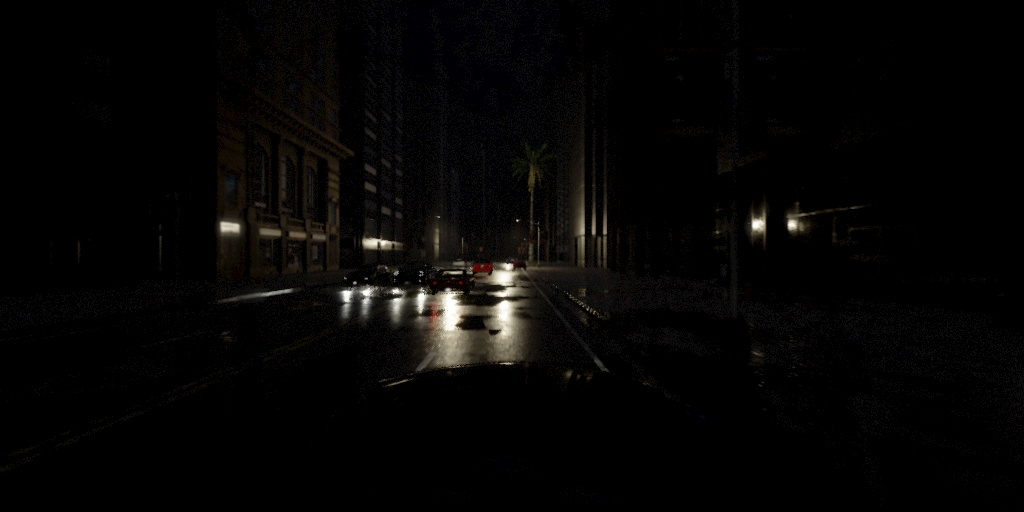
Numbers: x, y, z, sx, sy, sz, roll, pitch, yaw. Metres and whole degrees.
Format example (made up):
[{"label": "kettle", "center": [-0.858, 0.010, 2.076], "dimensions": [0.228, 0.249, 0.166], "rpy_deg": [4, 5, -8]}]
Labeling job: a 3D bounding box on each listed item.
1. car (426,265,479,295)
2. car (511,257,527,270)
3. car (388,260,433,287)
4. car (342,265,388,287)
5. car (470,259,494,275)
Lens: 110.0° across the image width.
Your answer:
[{"label": "car", "center": [-3.155, 1.361, 19.877], "dimensions": [1.895, 1.301, 4.718], "rpy_deg": [0, 0, 0]}, {"label": "car", "center": [1.131, 1.264, 52.969], "dimensions": [1.882, 1.535, 5.008], "rpy_deg": [0, 0, 0]}, {"label": "car", "center": [-6.599, 1.115, 24.763], "dimensions": [2.097, 1.767, 4.553], "rpy_deg": [0, 0, 0]}, {"label": "car", "center": [-9.852, 1.311, 25.140], "dimensions": [2.033, 1.411, 5.357], "rpy_deg": [0, 0, 0]}, {"label": "car", "center": [-3.156, 1.125, 39.890], "dimensions": [2.097, 1.767, 4.553], "rpy_deg": [0, 0, 0]}]
